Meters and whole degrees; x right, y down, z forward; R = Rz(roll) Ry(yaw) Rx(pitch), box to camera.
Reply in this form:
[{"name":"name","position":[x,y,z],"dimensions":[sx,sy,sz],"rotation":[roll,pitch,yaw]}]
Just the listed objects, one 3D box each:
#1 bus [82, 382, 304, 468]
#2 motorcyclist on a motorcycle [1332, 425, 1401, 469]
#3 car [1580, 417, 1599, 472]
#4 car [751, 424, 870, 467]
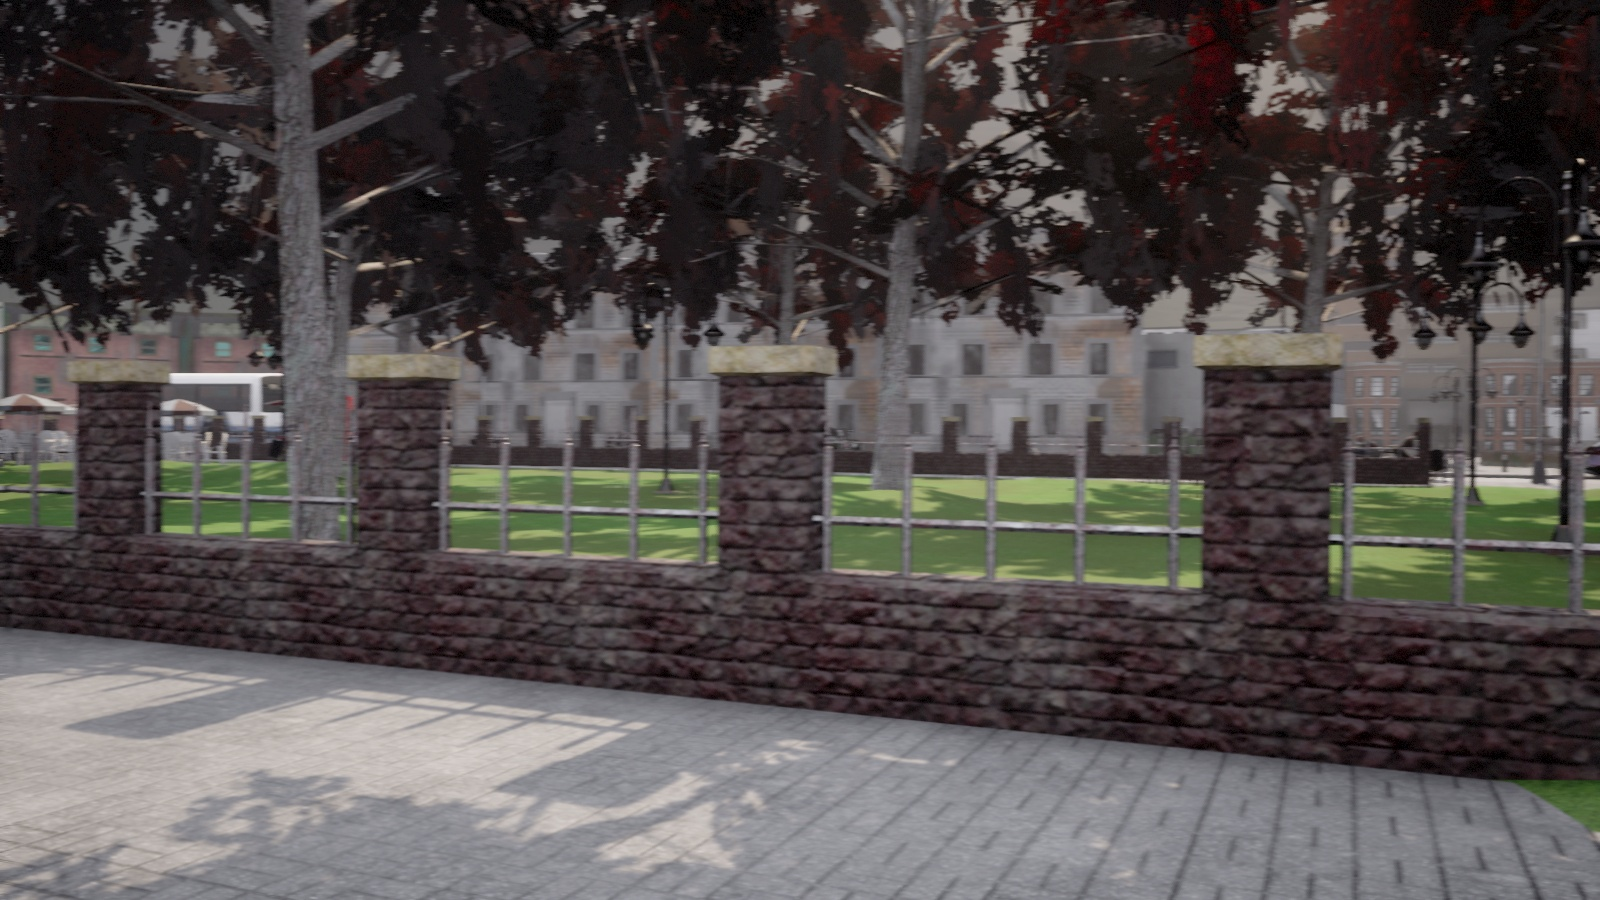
[{"name":"bus","position":[-31.465,-1.261,65.220],"dimensions":[10.273,4.253,3.944],"rotation":[0,1,16]},{"name":"motorcyclist on a motorcycle","position":[20.113,-0.113,44.616],"dimensions":[2.191,1.530,0.866],"rotation":[0,1,24]},{"name":"car","position":[26.316,-0.182,37.530],"dimensions":[4.856,1.649,2.033],"rotation":[0,1,23]},{"name":"car","position":[0.448,-0.197,53.200],"dimensions":[4.553,1.767,2.097],"rotation":[0,1,24]}]
